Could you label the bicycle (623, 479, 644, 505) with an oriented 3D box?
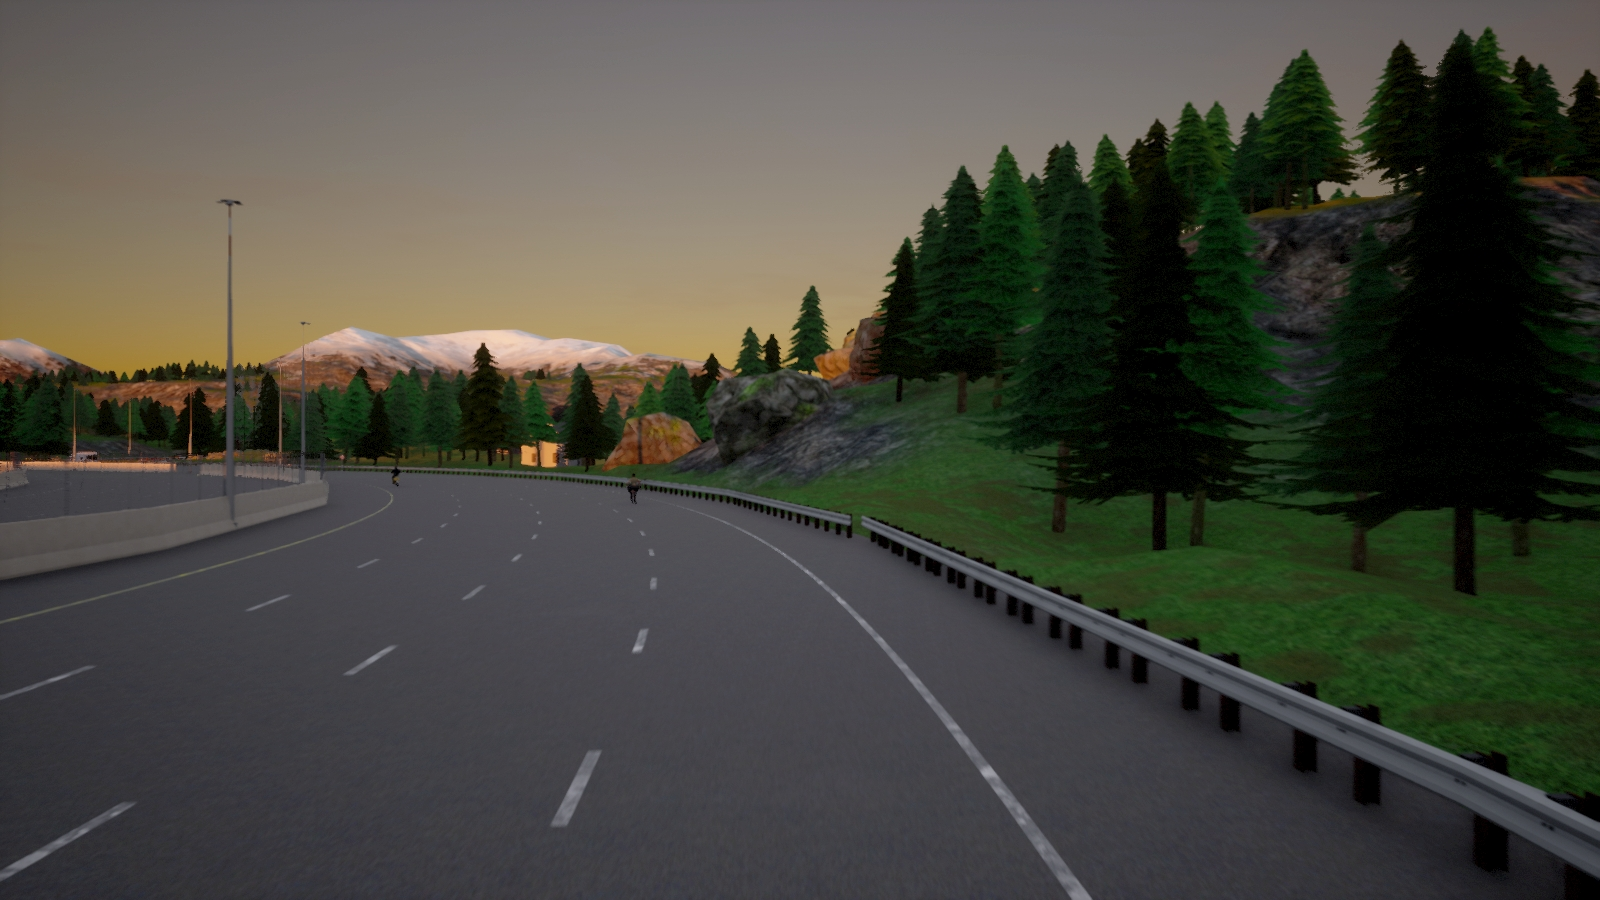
[{"bbox_3d":[-8.649,2.158,59.329,0.859,1.295,1.487,0,0,-16],"label":"bicycle"}]
